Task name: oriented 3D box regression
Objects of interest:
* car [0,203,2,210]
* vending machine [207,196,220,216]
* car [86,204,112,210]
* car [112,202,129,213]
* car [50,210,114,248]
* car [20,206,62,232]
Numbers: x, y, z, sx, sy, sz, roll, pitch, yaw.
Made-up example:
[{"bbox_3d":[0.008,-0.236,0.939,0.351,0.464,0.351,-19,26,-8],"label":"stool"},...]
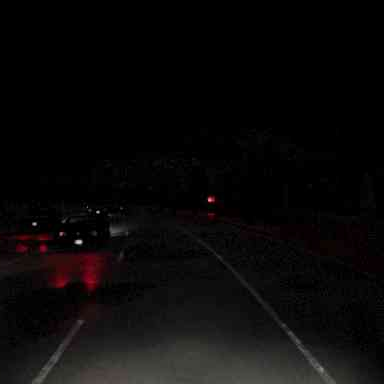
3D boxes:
[{"bbox_3d":[-25.537,1.972,42.856,2.128,1.511,4.902,0,-1,-29],"label":"car"},{"bbox_3d":[2.230,1.428,34.259,1.100,2.100,0.880,0,0,-18],"label":"vending machine"},{"bbox_3d":[-9.329,1.844,32.592,1.994,1.385,4.181,0,-1,-19],"label":"car"},{"bbox_3d":[-9.247,1.919,41.754,1.994,1.385,4.181,0,-1,-24],"label":"car"},{"bbox_3d":[-4.917,1.725,15.553,1.895,1.301,4.718,0,0,-9],"label":"car"},{"bbox_3d":[-9.814,1.685,21.945,2.128,1.511,4.902,0,0,-13],"label":"car"}]
